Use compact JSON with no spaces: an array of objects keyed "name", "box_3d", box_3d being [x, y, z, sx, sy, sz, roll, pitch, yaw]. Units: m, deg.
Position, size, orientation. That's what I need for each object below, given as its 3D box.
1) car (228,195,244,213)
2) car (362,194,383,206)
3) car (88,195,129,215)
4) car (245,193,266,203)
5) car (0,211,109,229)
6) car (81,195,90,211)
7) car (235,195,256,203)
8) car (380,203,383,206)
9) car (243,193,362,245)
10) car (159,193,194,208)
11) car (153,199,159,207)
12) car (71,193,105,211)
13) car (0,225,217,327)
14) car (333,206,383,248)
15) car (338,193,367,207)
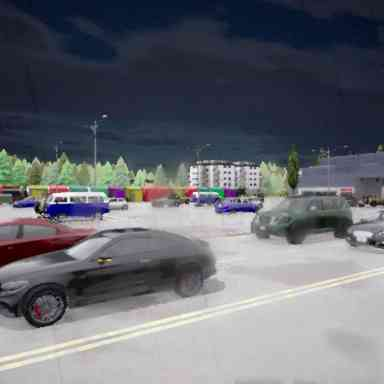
[{"name":"car","box_3d":[6.764,1.391,40.172,3.806,1.475,1.970,0,0,-33]},{"name":"car","box_3d":[24.424,1.147,44.933,4.605,1.855,1.932,0,0,-33]},{"name":"car","box_3d":[-9.048,1.393,36.808,3.806,1.475,1.970,0,0,-33]},{"name":"car","box_3d":[12.203,1.149,63.846,3.866,1.878,1.905,0,0,-33]},{"name":"car","box_3d":[-5.067,1.477,9.041,5.008,1.535,1.882,0,0,-33]},{"name":"car","box_3d":[-10.621,1.361,39.239,3.905,1.438,1.784,0,0,-33]},{"name":"car","box_3d":[10.639,1.388,66.282,3.806,1.475,1.970,0,0,-33]},{"name":"car","box_3d":[14.649,1.561,21.886,4.181,1.385,1.994,0,0,-33]},{"name":"car","box_3d":[5.369,1.222,15.849,5.566,2.045,2.150,0,0,-33]},{"name":"car","box_3d":[-2.494,1.148,54.308,4.605,1.855,1.932,0,0,-33]},{"name":"car","box_3d":[-4.014,1.359,56.775,3.905,1.438,1.784,0,0,-33]},{"name":"car","box_3d":[-12.121,1.150,41.464,4.605,1.855,1.932,0,0,-33]},{"name":"car","box_3d":[-1.605,1.525,7.106,4.674,1.442,1.812,0,0,-33]},{"name":"car","box_3d":[8.294,1.491,13.577,4.902,1.511,2.128,0,0,-33]},{"name":"car","box_3d":[22.897,1.150,47.392,3.866,1.878,1.905,0,0,-33]}]
